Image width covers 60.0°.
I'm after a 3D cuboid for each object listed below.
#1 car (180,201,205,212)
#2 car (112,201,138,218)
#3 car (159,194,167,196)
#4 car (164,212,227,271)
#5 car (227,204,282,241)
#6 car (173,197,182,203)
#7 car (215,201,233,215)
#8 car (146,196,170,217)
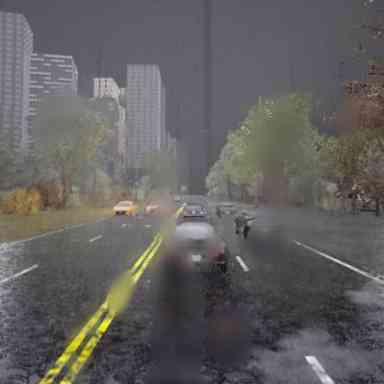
[{"bbox_3d":[0.108,1.690,27.806,2.033,1.411,5.357,-1,-2,0],"label":"car"},{"bbox_3d":[-6.594,1.688,33.218,1.882,1.535,5.008,0,0,0],"label":"car"},{"bbox_3d":[-6.492,1.473,74.565,2.150,2.045,5.566,0,0,0],"label":"car"},{"bbox_3d":[0.095,1.598,11.012,1.812,1.442,4.674,0,0,0],"label":"car"},{"bbox_3d":[3.345,1.597,17.557,2.128,1.511,4.902,-1,0,0],"label":"car"},{"bbox_3d":[-3.242,1.800,74.593,1.994,1.385,4.181,0,0,0],"label":"car"},{"bbox_3d":[3.364,1.681,33.535,2.128,1.511,4.902,1,1,0],"label":"car"},{"bbox_3d":[-3.344,1.563,33.281,2.097,1.767,4.553,0,0,0],"label":"car"}]
